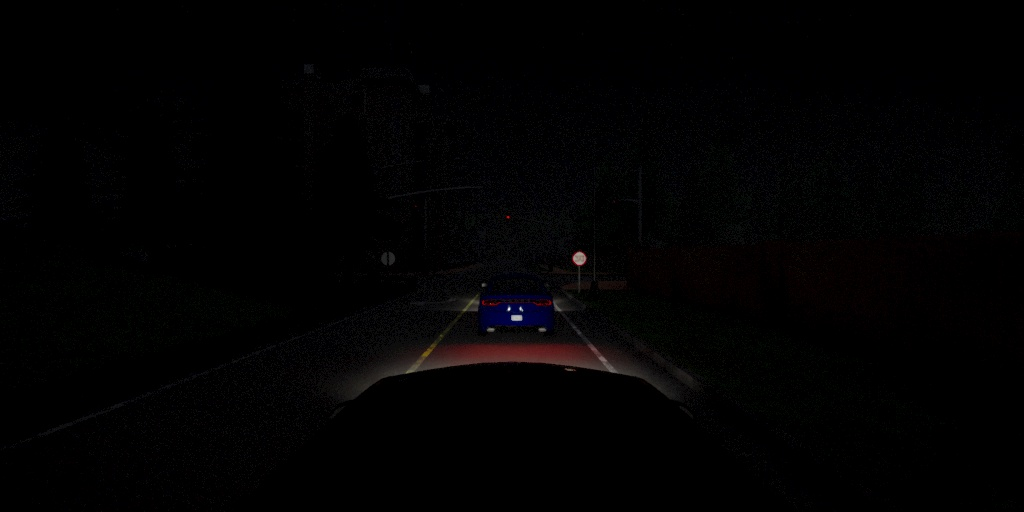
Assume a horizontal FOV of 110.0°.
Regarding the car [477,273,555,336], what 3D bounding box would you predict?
[{"bbox_3d":[0.100,1.228,10.458,1.882,1.535,5.008,0,0,0],"label":"car"}]
